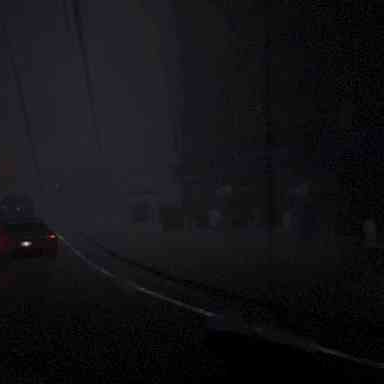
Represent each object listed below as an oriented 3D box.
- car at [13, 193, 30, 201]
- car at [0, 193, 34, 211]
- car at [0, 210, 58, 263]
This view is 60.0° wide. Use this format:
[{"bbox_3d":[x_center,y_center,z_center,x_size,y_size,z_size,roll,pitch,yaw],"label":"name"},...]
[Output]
[{"bbox_3d":[-42.578,1.183,83.381,2.150,2.045,5.566,0,0,-9],"label":"car"},{"bbox_3d":[-13.254,1.256,25.240,2.150,2.045,5.566,0,0,-29],"label":"car"},{"bbox_3d":[-6.076,1.570,12.035,1.994,1.385,4.181,0,0,-29],"label":"car"}]
